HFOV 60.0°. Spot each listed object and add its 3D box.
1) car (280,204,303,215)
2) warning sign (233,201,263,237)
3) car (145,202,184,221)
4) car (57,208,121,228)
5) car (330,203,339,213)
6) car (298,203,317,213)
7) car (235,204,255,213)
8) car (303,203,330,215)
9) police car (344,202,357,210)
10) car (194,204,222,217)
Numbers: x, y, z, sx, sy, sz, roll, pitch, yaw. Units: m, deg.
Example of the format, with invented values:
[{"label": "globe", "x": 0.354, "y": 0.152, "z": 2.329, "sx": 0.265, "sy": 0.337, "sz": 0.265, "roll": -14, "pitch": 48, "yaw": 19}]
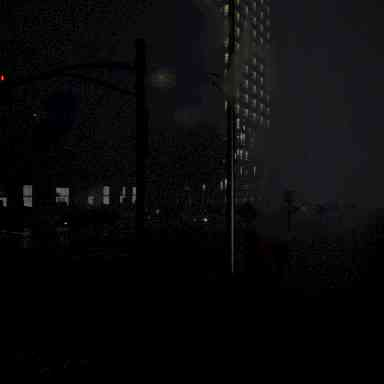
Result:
[{"label": "car", "x": 13.933, "y": 2.459, "z": 46.577, "sx": 1.895, "sy": 1.301, "sz": 4.718, "roll": 0, "pitch": -1, "yaw": 33}, {"label": "warning sign", "x": 3.123, "y": 1.454, "z": 18.543, "sx": 1.300, "sy": 1.860, "sz": 1.060, "roll": 1, "pitch": 1, "yaw": 33}, {"label": "car", "x": -2.779, "y": 1.835, "z": 32.877, "sx": 2.097, "sy": 1.767, "sz": 4.553, "roll": 0, "pitch": -1, "yaw": 33}, {"label": "car", "x": -7.694, "y": 1.921, "z": 25.234, "sx": 1.895, "sy": 1.301, "sz": 4.718, "roll": 0, "pitch": -1, "yaw": 33}, {"label": "car", "x": 22.516, "y": 2.529, "z": 53.841, "sx": 1.882, "sy": 1.535, "sz": 5.008, "roll": 0, "pitch": -1, "yaw": 33}, {"label": "car", "x": 19.118, "y": 2.533, "z": 54.738, "sx": 1.837, "sy": 1.490, "sz": 4.892, "roll": 0, "pitch": -1, "yaw": 33}, {"label": "car", "x": 7.690, "y": 2.392, "z": 49.072, "sx": 1.994, "sy": 1.385, "sz": 4.181, "roll": 0, "pitch": -1, "yaw": 34}, {"label": "car", "x": 16.987, "y": 2.376, "z": 45.226, "sx": 1.837, "sy": 1.490, "sz": 4.892, "roll": 0, "pitch": -1, "yaw": 33}, {"label": "police car", "x": 31.476, "y": 2.738, "z": 65.848, "sx": 1.930, "sy": 1.638, "sz": 5.238, "roll": 0, "pitch": -1, "yaw": 33}, {"label": "car", "x": 2.078, "y": 2.170, "z": 40.425, "sx": 1.812, "sy": 1.442, "sz": 4.674, "roll": 0, "pitch": -1, "yaw": 33}]
